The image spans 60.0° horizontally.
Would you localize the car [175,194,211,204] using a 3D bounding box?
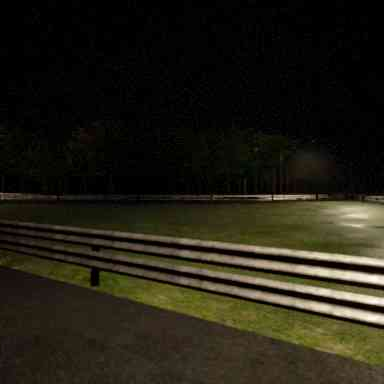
[{"bbox_3d":[0.169,1.059,50.564,5.357,1.411,2.033,0,0,-15],"label":"car"}]
